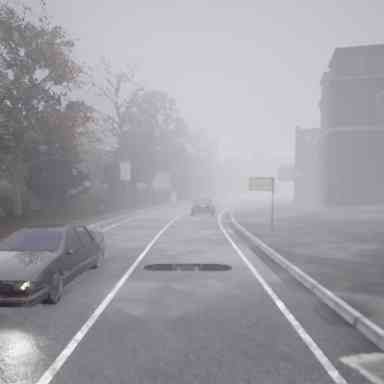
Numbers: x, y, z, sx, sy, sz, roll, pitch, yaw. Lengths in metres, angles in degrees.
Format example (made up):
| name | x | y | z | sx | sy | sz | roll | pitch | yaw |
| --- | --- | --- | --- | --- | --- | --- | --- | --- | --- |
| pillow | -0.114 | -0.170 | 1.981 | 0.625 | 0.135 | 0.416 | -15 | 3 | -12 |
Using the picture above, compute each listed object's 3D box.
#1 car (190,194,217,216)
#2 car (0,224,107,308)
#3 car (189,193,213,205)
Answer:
| name | x | y | z | sx | sy | sz | roll | pitch | yaw |
| --- | --- | --- | --- | --- | --- | --- | --- | --- | --- |
| car | 1.218 | 1.254 | 31.728 | 2.097 | 1.767 | 4.553 | 1 | 1 | 7 |
| car | -3.590 | 1.532 | 8.307 | 2.033 | 1.411 | 5.357 | 0 | 0 | 0 |
| car | 1.399 | 1.041 | 49.430 | 2.033 | 1.411 | 5.357 | 2 | 2 | 18 |
